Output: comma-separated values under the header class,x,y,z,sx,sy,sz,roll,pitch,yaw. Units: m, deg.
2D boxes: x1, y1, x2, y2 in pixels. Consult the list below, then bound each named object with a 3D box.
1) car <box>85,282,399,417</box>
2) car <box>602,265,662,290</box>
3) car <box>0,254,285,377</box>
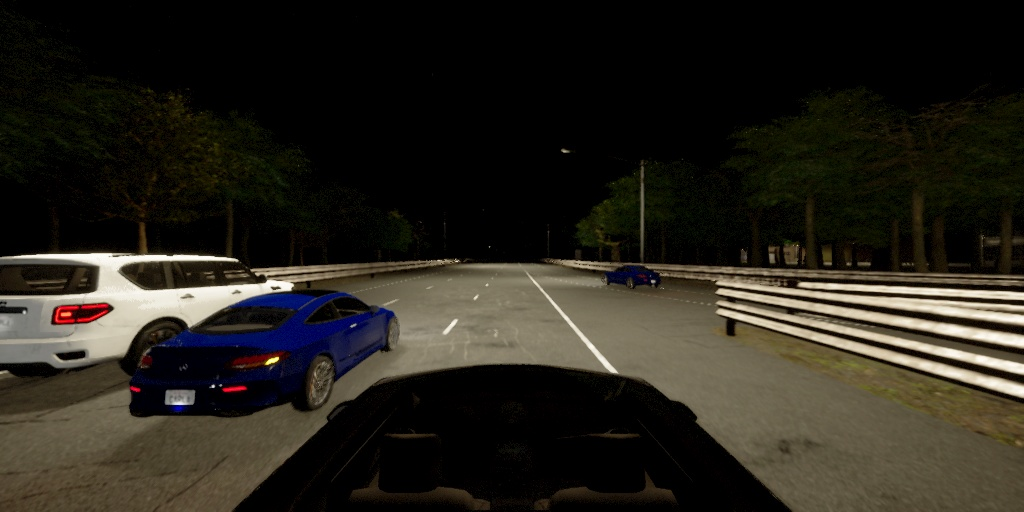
class,x,y,z,sx,sy,sz,roll,pitch,yaw
car,-3.387,1.283,5.964,1.812,1.442,4.674,0,0,0
car,7.640,1.316,23.161,1.812,1.442,4.674,0,0,-16
car,-6.897,0.982,7.532,2.150,2.045,5.566,0,0,0
